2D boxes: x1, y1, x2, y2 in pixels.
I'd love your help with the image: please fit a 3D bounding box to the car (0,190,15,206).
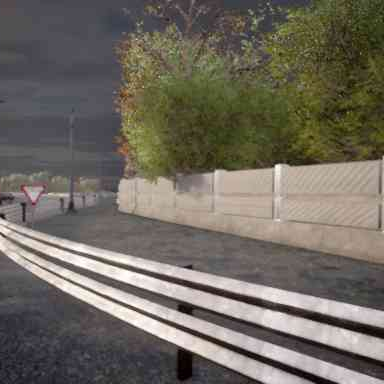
[{"bbox_3d":[-26.744,0.722,46.394,2.150,2.045,5.566,1,0,-8],"label":"car"}]
